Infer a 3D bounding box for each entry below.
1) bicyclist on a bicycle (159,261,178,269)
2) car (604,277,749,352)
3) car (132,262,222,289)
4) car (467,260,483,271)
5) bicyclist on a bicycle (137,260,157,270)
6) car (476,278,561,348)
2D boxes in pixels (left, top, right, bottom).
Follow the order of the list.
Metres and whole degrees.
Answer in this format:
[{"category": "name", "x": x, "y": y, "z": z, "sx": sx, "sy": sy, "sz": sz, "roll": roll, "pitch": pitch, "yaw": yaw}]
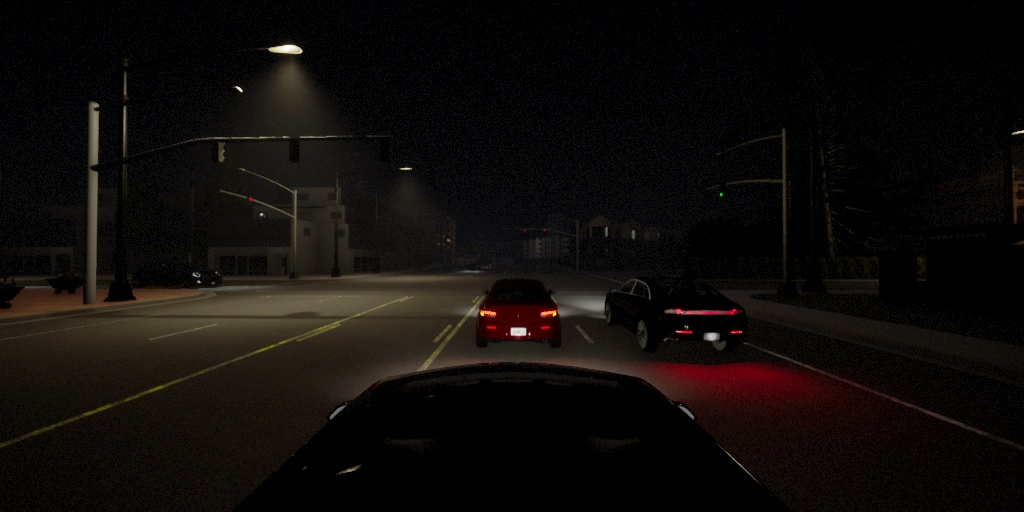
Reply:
[{"category": "bicyclist on a bicycle", "x": -29.295, "y": 1.226, "z": 31.027, "sx": 1.656, "sy": 1.620, "sz": 0.582, "roll": 1, "pitch": -1, "yaw": -22}, {"category": "car", "x": 3.654, "y": 1.249, "z": 8.904, "sx": 2.128, "sy": 1.511, "sz": 4.902, "roll": 0, "pitch": 0, "yaw": 1}, {"category": "car", "x": -21.550, "y": 1.175, "z": 23.207, "sx": 4.553, "sy": 1.767, "sz": 2.097, "roll": 0, "pitch": -1, "yaw": 1}, {"category": "car", "x": -6.361, "y": 1.721, "z": 59.730, "sx": 1.895, "sy": 1.301, "sz": 4.718, "roll": 0, "pitch": 0, "yaw": 1}, {"category": "bicyclist on a bicycle", "x": -31.230, "y": 1.165, "z": 31.258, "sx": 1.656, "sy": 1.620, "sz": 0.582, "roll": 19, "pitch": 7, "yaw": -26}, {"category": "car", "x": 0.163, "y": 1.287, "z": 9.148, "sx": 1.812, "sy": 1.442, "sz": 4.674, "roll": 0, "pitch": 0, "yaw": 1}]
